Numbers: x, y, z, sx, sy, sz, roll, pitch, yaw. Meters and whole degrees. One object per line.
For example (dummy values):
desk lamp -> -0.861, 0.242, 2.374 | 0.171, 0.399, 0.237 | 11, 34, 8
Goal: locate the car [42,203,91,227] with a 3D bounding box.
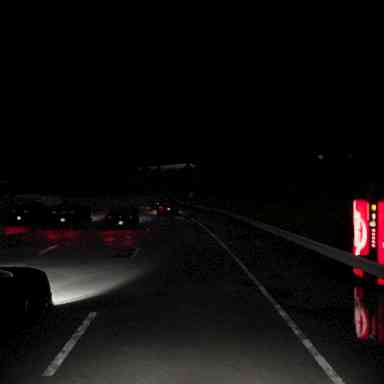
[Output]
car -> -8.209, 1.490, 22.816 | 2.128, 1.511, 4.902 | 0, 0, -6

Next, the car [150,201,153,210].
car -> -4.325, 1.523, 43.367 | 1.812, 1.442, 4.674 | 0, 0, -10

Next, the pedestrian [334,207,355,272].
pedestrian -> 4.288, 1.293, 9.366 | 0.375, 1.860, 0.375 | 0, 0, -2

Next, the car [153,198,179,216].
car -> -2.476, 1.560, 32.939 | 1.994, 1.385, 4.181 | 0, 0, -9

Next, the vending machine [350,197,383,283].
vending machine -> 4.854, 1.195, 8.631 | 1.100, 2.100, 0.880 | 0, 0, -2

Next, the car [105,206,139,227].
car -> -4.659, 1.599, 22.734 | 1.895, 1.301, 4.718 | 0, 0, -6

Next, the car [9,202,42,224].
car -> -11.960, 1.503, 24.914 | 1.837, 1.490, 4.892 | 0, 0, -6

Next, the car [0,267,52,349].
car -> -3.524, 1.564, 4.394 | 1.994, 1.385, 4.181 | 0, 0, -1
